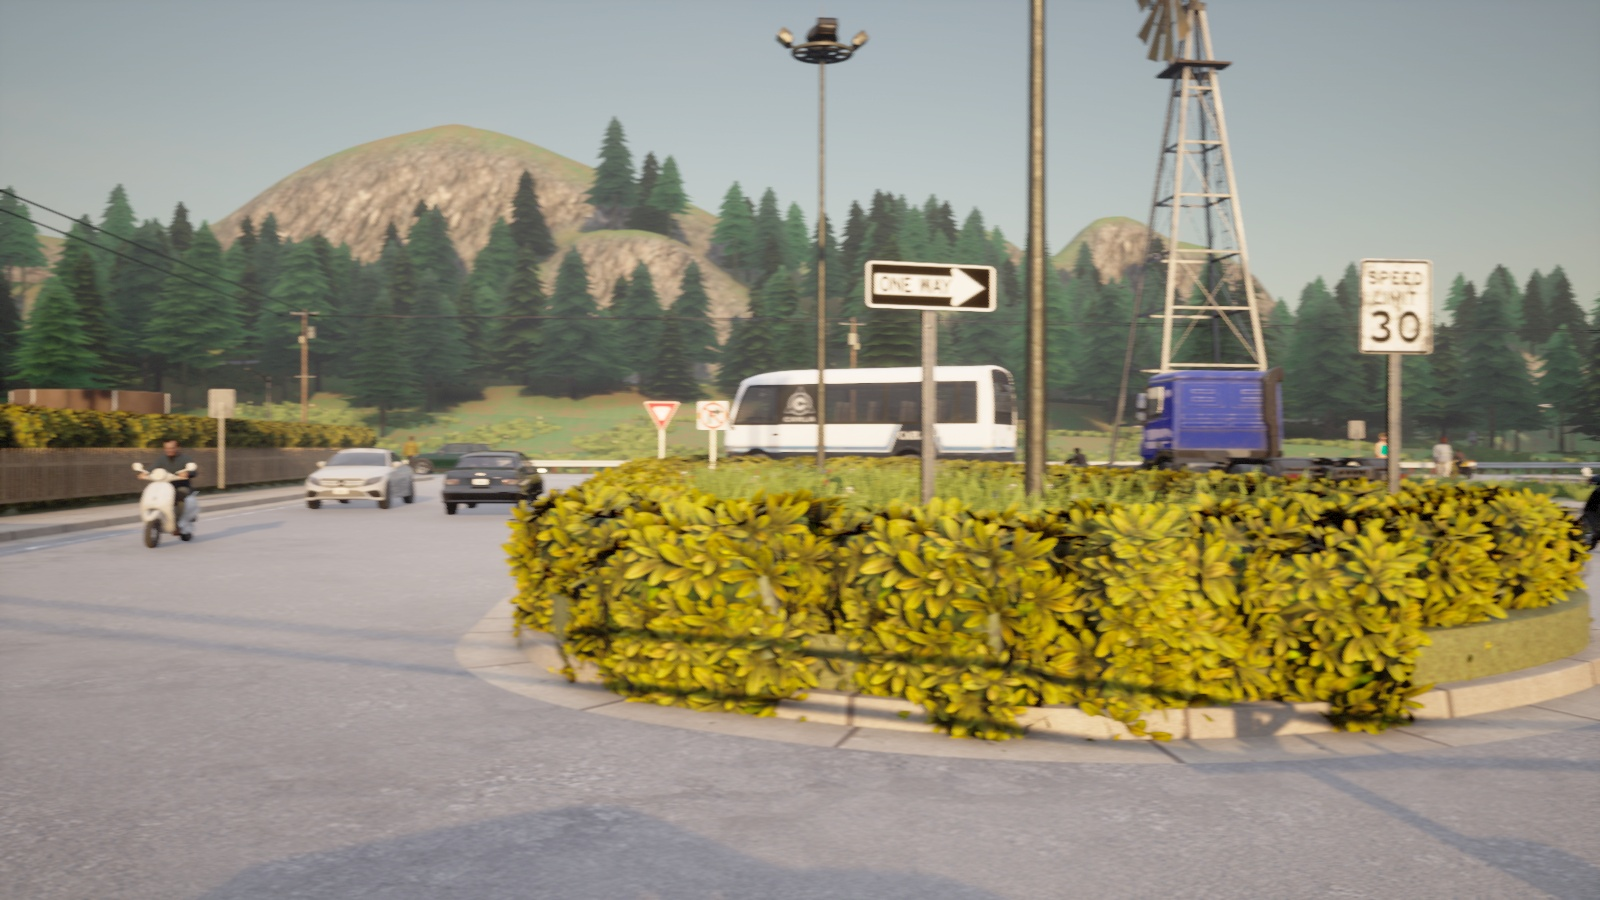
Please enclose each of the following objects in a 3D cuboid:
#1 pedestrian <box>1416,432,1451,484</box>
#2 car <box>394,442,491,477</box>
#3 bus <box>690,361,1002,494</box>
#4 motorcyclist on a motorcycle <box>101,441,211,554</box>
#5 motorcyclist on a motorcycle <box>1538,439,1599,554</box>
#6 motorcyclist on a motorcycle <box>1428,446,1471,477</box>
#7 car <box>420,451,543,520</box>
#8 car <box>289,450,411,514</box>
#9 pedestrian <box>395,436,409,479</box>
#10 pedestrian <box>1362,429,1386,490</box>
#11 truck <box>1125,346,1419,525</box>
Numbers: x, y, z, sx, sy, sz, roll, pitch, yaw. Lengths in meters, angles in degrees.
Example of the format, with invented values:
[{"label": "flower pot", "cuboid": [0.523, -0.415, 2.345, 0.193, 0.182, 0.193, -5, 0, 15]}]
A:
[{"label": "pedestrian", "cuboid": [22.894, 0.270, 45.372, 0.874, 1.855, 0.900, 0, 0, 6]}, {"label": "car", "cuboid": [-18.571, 0.489, 65.408, 4.553, 1.767, 2.097, 0, 0, -6]}, {"label": "bus", "cuboid": [1.595, -0.729, 44.259, 10.273, 4.253, 3.944, 0, 0, 24]}, {"label": "motorcyclist on a motorcycle", "cuboid": [-9.529, 0.670, 18.652, 0.866, 1.590, 1.817, 0, 0, -7]}, {"label": "motorcyclist on a motorcycle", "cuboid": [11.515, 0.643, 17.827, 0.866, 1.590, 1.817, 0, 0, -6]}, {"label": "motorcyclist on a motorcycle", "cuboid": [32.013, 0.550, 61.916, 0.797, 1.523, 2.044, 0, 0, -9]}, {"label": "car", "cuboid": [-7.192, 0.739, 28.896, 2.033, 1.411, 5.357, 0, 0, -7]}, {"label": "car", "cuboid": [-10.947, 0.719, 30.899, 1.812, 1.442, 4.674, 0, 0, -7]}, {"label": "pedestrian", "cuboid": [-17.126, 0.308, 54.017, 0.370, 1.835, 0.726, 0, 0, 0]}, {"label": "pedestrian", "cuboid": [17.312, 0.290, 37.891, 0.345, 1.836, 0.594, 0, 0, -15]}, {"label": "truck", "cuboid": [10.255, -0.310, 28.438, 2.891, 3.462, 7.936, 0, 0, -7]}]
